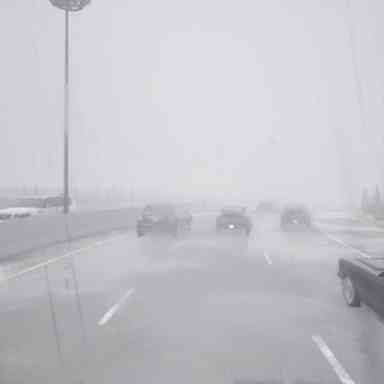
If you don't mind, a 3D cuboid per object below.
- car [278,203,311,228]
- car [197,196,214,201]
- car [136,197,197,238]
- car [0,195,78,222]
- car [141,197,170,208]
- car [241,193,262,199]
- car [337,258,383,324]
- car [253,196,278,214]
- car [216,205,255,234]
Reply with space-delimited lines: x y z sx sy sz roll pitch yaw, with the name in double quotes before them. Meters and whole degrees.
"car" 6.907 1.536 22.406 1.837 1.490 4.892 0 0 15
"car" 1.974 1.514 54.454 1.837 1.490 4.892 0 0 32
"car" -1.332 1.347 17.961 2.097 1.767 4.553 0 0 11
"car" -8.555 1.184 18.720 2.150 2.045 5.566 0 0 11
"car" -5.297 1.481 48.760 1.837 1.490 4.892 0 0 28
"car" 11.115 1.261 61.481 2.150 2.045 5.566 0 0 38
"car" 3.861 1.618 4.939 1.895 1.301 4.718 0 0 4
"car" 8.418 1.543 36.610 1.837 1.490 4.892 0 0 24
"car" 2.555 1.517 19.453 1.837 1.490 4.892 0 0 13
